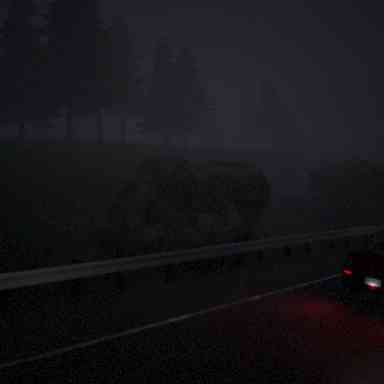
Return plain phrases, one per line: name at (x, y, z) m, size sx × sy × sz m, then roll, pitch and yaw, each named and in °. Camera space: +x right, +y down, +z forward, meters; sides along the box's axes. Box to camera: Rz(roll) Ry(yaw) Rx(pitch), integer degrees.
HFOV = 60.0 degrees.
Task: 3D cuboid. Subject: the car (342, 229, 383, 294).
car at (5.202, 1.472, 7.457) m, size 4.674 × 1.442 × 1.812 m, roll 0°, pitch 0°, yaw -36°
